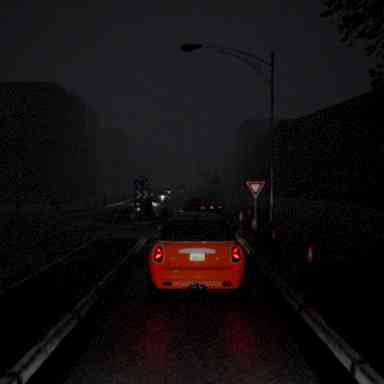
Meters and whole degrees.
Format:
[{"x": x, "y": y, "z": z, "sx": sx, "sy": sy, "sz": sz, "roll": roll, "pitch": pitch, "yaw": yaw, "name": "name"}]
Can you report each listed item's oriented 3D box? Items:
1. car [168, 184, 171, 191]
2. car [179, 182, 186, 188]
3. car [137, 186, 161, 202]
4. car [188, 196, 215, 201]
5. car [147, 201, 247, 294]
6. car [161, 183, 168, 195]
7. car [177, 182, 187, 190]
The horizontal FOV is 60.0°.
[{"x": -5.355, "y": -1.048, "z": 68.675, "sx": 1.812, "sy": 1.442, "sz": 4.674, "roll": 0, "pitch": 3, "yaw": 0, "name": "car"}, {"x": -2.399, "y": -1.778, "z": 84.702, "sx": 1.882, "sy": 1.535, "sz": 5.008, "roll": 0, "pitch": 2, "yaw": 0, "name": "car"}, {"x": -5.409, "y": 0.225, "z": 40.987, "sx": 2.097, "sy": 1.767, "sz": 4.553, "roll": 0, "pitch": 2, "yaw": 1, "name": "car"}, {"x": 0.666, "y": 1.029, "z": 25.135, "sx": 2.033, "sy": 1.411, "sz": 5.357, "roll": 0, "pitch": 2, "yaw": -16, "name": "car"}, {"x": 0.123, "y": 1.302, "z": 8.831, "sx": 2.097, "sy": 1.767, "sz": 4.553, "roll": 0, "pitch": 1, "yaw": 0, "name": "car"}, {"x": -5.400, "y": -0.258, "z": 54.270, "sx": 1.812, "sy": 1.442, "sz": 4.674, "roll": 0, "pitch": 3, "yaw": 0, "name": "car"}, {"x": -2.363, "y": -1.242, "z": 72.545, "sx": 1.837, "sy": 1.490, "sz": 4.892, "roll": 0, "pitch": 2, "yaw": 0, "name": "car"}]
